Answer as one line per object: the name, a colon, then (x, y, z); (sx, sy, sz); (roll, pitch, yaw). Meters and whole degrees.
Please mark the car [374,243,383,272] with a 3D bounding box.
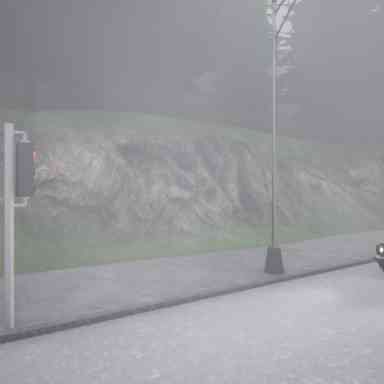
car: (7.154, 1.601, 9.315); (4.718, 1.301, 1.895); (0, 0, -34)
